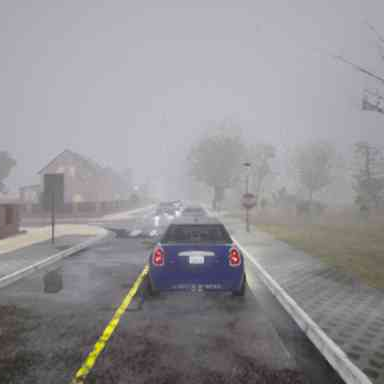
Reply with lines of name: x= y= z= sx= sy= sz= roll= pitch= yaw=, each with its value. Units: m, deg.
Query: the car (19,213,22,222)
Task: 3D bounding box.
car: x=-14.945 y=1.679 z=24.124 sx=4.902 sy=1.511 sz=2.128 roll=0 pitch=-2 yaw=2

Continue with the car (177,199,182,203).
car: x=-2.780 y=1.933 z=47.313 sx=1.812 sy=1.442 sz=4.674 roll=0 pitch=0 yaw=0

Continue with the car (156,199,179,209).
car: x=-2.859 y=1.834 z=37.061 sx=1.812 sy=1.442 sz=4.674 roll=0 pitch=-1 yaw=2

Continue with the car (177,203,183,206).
car: x=0.115 y=1.740 z=24.066 sx=2.033 sy=1.411 sz=5.357 roll=0 pitch=0 yaw=0

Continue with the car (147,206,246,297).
car: x=0.099 y=1.420 z=8.917 sx=2.097 sy=1.767 sz=4.553 roll=0 pitch=0 yaw=0
